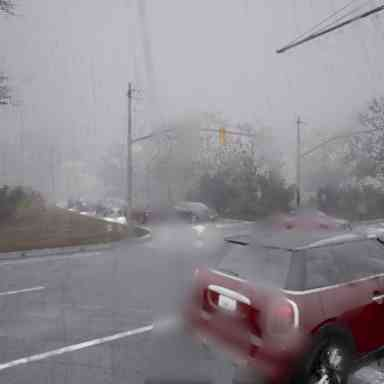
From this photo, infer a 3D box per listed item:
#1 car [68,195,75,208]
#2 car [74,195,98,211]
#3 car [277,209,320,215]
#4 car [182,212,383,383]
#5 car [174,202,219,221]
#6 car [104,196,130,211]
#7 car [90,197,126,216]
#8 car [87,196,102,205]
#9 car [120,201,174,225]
[{"bbox_3d":[-17.603,1.406,50.727,2.150,2.045,5.566,0,-1,-25],"label":"car"},{"bbox_3d":[-12.885,1.442,41.290,2.097,1.767,4.553,0,0,-27],"label":"car"},{"bbox_3d":[6.119,1.582,17.476,1.994,1.385,4.181,0,0,-42],"label":"car"},{"bbox_3d":[2.165,1.358,5.211,4.553,1.767,2.097,0,0,-35],"label":"car"},{"bbox_3d":[0.111,1.520,25.524,1.837,1.490,4.892,0,0,-32],"label":"car"},{"bbox_3d":[-9.641,1.444,42.551,2.097,1.767,4.553,0,0,-28],"label":"car"},{"bbox_3d":[-8.152,1.525,32.604,2.128,1.511,4.902,0,0,-29],"label":"car"},{"bbox_3d":[-16.847,1.463,57.297,1.837,1.490,4.892,0,-1,-24],"label":"car"},{"bbox_3d":[-3.456,1.612,24.555,1.895,1.301,4.718,0,0,-30],"label":"car"}]
